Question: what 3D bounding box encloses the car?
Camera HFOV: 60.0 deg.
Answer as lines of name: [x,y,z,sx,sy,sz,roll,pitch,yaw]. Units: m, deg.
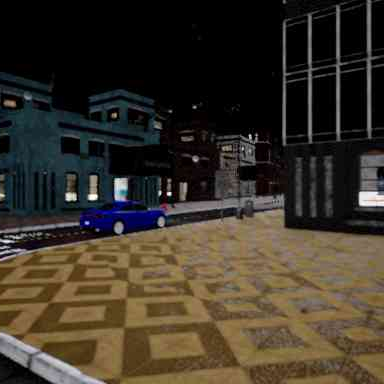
car: [-3.319,1.202,16.973,1.882,1.535,5.008,0,1,35]
